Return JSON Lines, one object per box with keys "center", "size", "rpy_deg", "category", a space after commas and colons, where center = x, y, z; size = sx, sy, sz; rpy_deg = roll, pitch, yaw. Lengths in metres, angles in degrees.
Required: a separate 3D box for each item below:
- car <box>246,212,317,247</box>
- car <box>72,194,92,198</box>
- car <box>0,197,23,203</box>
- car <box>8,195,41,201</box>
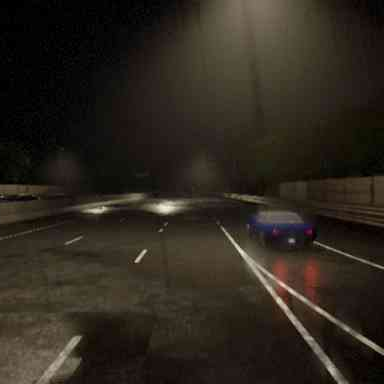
{"center": [3.642, 1.501, 14.498], "size": [1.895, 1.301, 4.718], "rpy_deg": [0, 0, -1], "category": "car"}
{"center": [-17.503, 1.135, 54.404], "size": [1.837, 1.490, 4.892], "rpy_deg": [0, 0, 0], "category": "car"}
{"center": [-17.547, 1.396, 29.781], "size": [1.895, 1.301, 4.718], "rpy_deg": [0, 0, 0], "category": "car"}
{"center": [-21.038, 1.213, 42.466], "size": [1.837, 1.490, 4.892], "rpy_deg": [0, 0, 0], "category": "car"}
